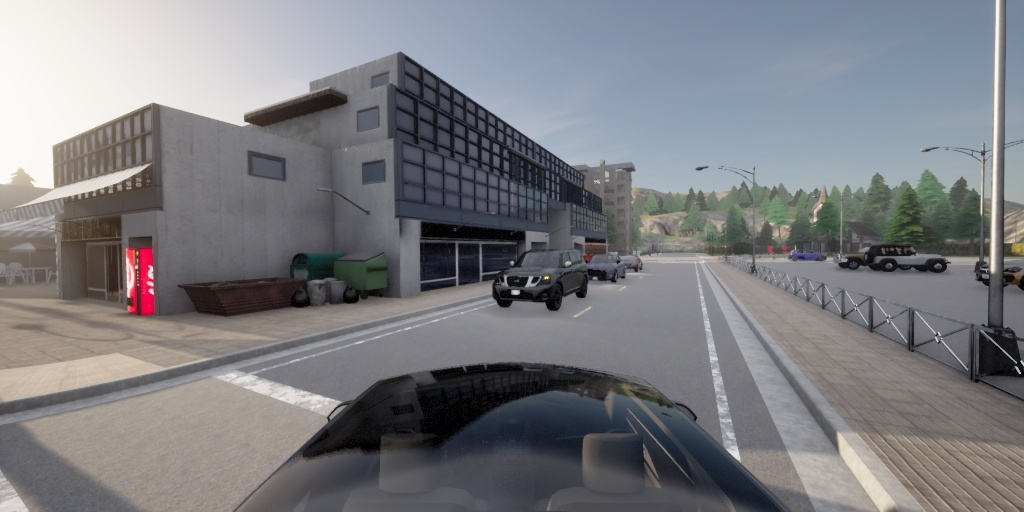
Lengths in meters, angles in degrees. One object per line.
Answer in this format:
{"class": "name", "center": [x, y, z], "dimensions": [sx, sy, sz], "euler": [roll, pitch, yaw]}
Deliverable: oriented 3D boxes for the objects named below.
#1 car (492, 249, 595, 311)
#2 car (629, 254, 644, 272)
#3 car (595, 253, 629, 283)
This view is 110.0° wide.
{"class": "car", "center": [1.351, 0.743, 13.816], "dimensions": [2.150, 2.045, 5.566], "euler": [0, 1, 27]}
{"class": "car", "center": [10.388, 0.594, 31.735], "dimensions": [1.812, 1.442, 4.674], "euler": [0, 1, 27]}
{"class": "car", "center": [5.778, 0.651, 22.600], "dimensions": [2.097, 1.767, 4.553], "euler": [0, 1, 27]}
